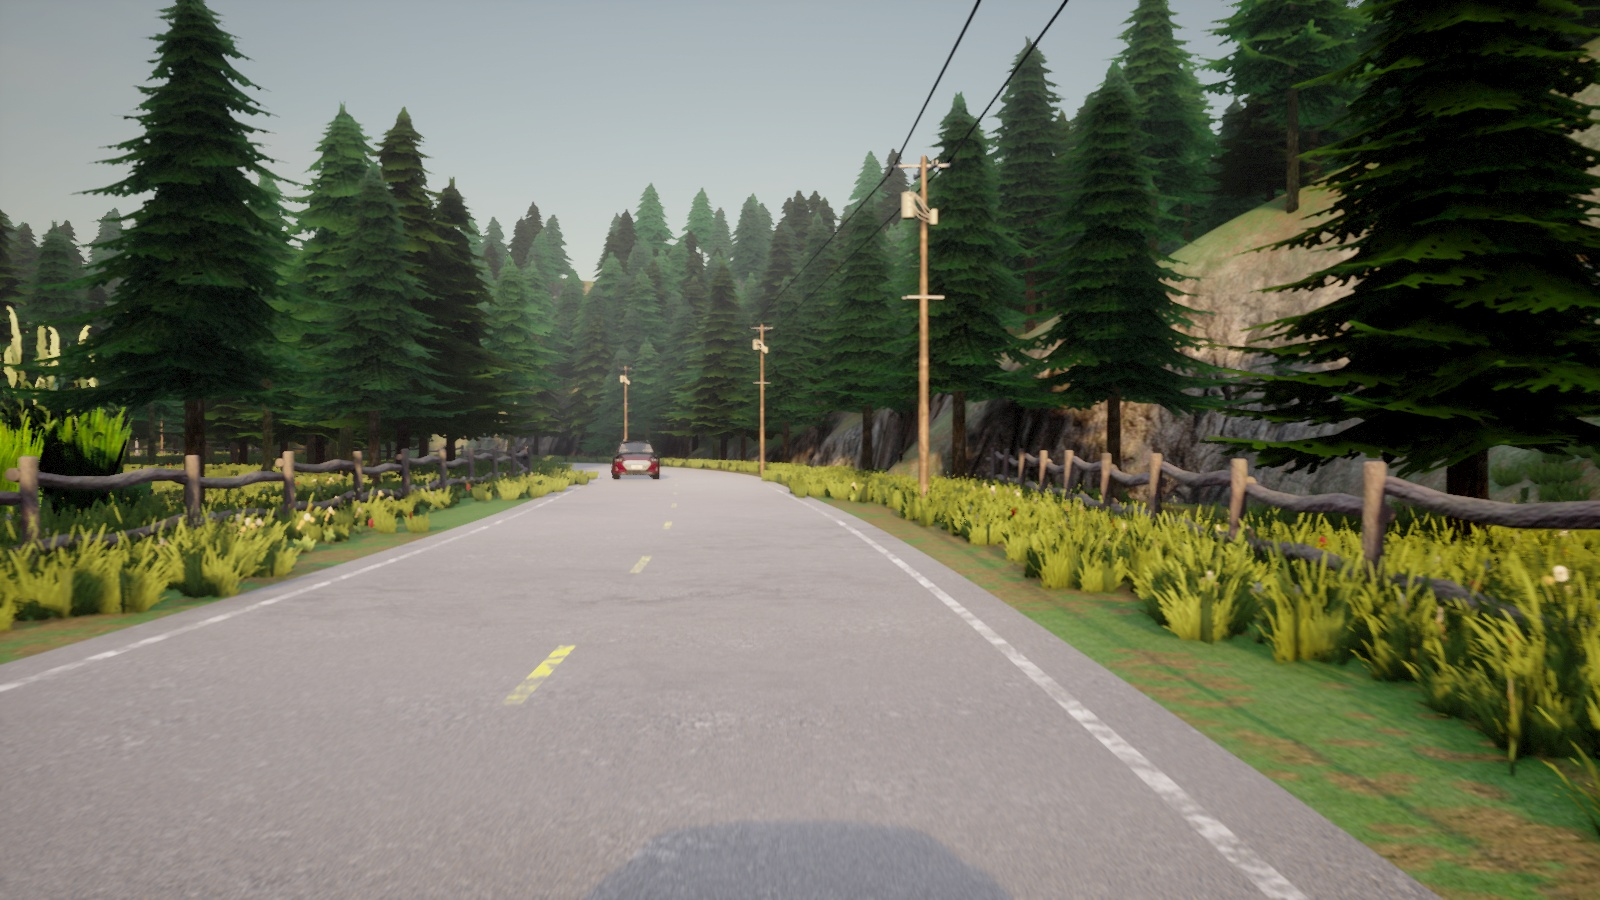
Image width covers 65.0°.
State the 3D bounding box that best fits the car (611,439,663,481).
[{"bbox_3d":[-6.834,0.377,52.264,2.033,1.649,4.856,0,0,-8],"label":"car"}]
